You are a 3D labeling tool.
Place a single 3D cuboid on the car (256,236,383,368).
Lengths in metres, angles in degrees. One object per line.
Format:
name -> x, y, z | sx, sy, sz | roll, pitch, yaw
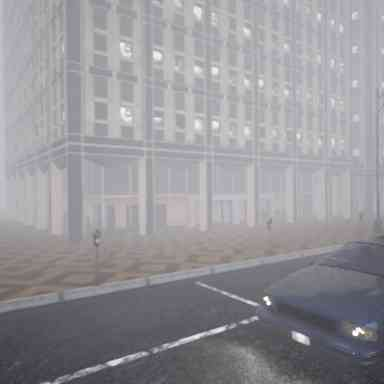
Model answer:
car -> 3.604, 1.543, 5.948 | 5.357, 1.411, 2.033 | 0, 0, -35
